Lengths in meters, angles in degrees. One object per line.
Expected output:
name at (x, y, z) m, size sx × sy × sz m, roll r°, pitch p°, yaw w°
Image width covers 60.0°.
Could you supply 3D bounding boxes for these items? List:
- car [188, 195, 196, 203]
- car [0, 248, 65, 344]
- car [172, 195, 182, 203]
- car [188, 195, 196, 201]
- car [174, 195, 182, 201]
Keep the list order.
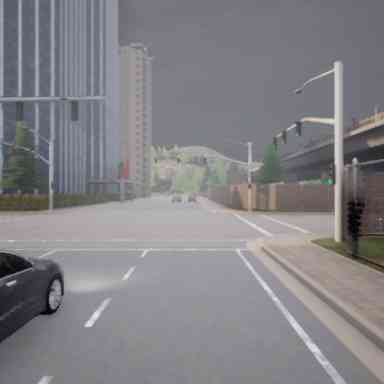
car at (0.007, 1.594, 73.780) m, size 2.033 × 1.411 × 5.357 m, roll 0°, pitch 0°, yaw 0°
car at (-3.441, 1.509, 4.711) m, size 1.837 × 1.490 × 4.892 m, roll 0°, pitch 0°, yaw 0°
car at (-3.493, 1.594, 73.780) m, size 2.033 × 1.411 × 5.357 m, roll 0°, pitch 0°, yaw 0°
car at (0.008, 1.451, 84.181) m, size 1.812 × 1.442 × 4.674 m, roll 0°, pitch 0°, yaw 0°
car at (-3.492, 1.522, 84.212) m, size 1.895 × 1.301 × 4.718 m, roll 0°, pitch 0°, yaw 0°
